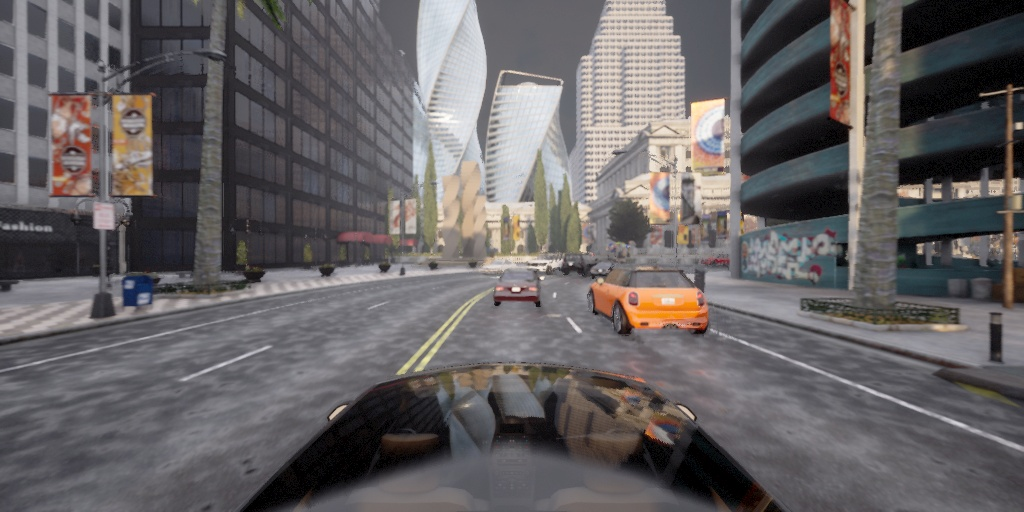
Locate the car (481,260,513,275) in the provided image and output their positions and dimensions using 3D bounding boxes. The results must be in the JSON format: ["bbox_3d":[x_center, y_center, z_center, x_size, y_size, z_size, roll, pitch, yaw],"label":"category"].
[{"bbox_3d":[-1.122,1.088,34.446,1.812,1.442,4.674,0,0,30],"label":"car"}]

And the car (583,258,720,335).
[{"bbox_3d":[3.633,1.052,10.422,2.097,1.767,4.553,0,0,0],"label":"car"}]

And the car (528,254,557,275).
[{"bbox_3d":[3.607,0.777,35.713,2.150,2.045,5.566,0,0,35],"label":"car"}]

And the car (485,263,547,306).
[{"bbox_3d":[0.352,1.220,15.267,2.033,1.411,5.357,0,0,5],"label":"car"}]

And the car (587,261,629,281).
[{"bbox_3d":[7.906,1.139,29.231,2.033,1.411,5.357,0,0,29],"label":"car"}]

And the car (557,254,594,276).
[{"bbox_3d":[6.621,0.788,33.663,2.150,2.045,5.566,0,0,33],"label":"car"}]

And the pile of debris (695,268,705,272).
[{"bbox_3d":[24.747,1.658,48.128,1.860,0.140,1.500,0,0,-20],"label":"pile of debris"}]
